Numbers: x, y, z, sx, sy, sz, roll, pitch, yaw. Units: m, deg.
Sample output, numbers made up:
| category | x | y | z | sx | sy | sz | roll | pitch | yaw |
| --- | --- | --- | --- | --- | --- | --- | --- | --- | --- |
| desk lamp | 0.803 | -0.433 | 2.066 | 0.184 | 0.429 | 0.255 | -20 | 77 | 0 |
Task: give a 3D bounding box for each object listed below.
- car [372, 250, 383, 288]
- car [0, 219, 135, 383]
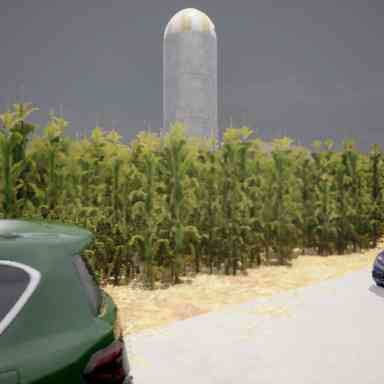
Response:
| category | x | y | z | sx | sy | sz | roll | pitch | yaw |
| --- | --- | --- | --- | --- | --- | --- | --- | --- | --- |
| car | 6.140 | 1.453 | 7.861 | 4.674 | 1.442 | 1.812 | -1 | 0 | -35 |
| car | -2.972 | 1.231 | 1.385 | 5.566 | 2.045 | 2.150 | 0 | 0 | -35 |
